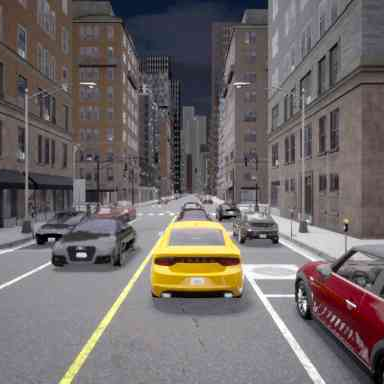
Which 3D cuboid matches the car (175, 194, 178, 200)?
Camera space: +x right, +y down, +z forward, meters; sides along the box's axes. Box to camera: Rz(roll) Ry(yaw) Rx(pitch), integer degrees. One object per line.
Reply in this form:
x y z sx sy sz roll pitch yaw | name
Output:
-5.523 1.638 90.608 1.752 1.417 4.829 0 0 0 | car

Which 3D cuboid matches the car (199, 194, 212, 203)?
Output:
2.934 1.484 63.717 1.967 1.590 4.097 0 0 0 | car

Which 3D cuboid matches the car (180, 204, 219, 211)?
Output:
0.119 1.565 17.545 1.994 1.385 4.181 0 0 0 | car

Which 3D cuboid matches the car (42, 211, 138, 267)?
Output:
-3.085 1.564 11.277 1.994 1.385 4.181 0 0 0 | car

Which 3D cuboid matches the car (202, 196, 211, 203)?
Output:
2.949 1.580 69.296 1.752 1.417 4.829 0 0 0 | car

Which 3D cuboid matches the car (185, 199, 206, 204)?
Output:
0.019 1.529 26.356 1.812 1.442 4.674 0 0 2 | car

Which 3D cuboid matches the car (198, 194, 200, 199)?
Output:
2.962 1.616 74.535 2.008 1.369 4.403 0 0 0 | car

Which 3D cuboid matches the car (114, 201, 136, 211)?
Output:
-5.651 1.444 26.633 1.967 1.590 4.097 0 0 0 | car

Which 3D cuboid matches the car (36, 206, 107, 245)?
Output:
-5.658 1.567 15.630 1.947 1.339 4.313 0 0 0 | car

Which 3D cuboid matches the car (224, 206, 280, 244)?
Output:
2.867 1.552 15.624 2.008 1.369 4.403 0 0 0 | car

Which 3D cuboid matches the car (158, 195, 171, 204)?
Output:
-5.590 1.626 63.736 1.802 1.307 4.206 0 0 0 | car

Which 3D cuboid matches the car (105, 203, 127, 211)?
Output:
-5.655 1.584 21.132 1.802 1.307 4.206 0 0 0 | car

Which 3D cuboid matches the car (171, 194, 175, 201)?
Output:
-5.562 1.616 74.553 2.008 1.369 4.403 0 0 0 | car

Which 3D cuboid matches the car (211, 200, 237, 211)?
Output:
2.875 1.569 26.627 1.947 1.339 4.313 0 0 0 | car

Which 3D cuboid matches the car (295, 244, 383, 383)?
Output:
2.859 1.440 4.621 1.967 1.590 4.097 0 0 0 | car

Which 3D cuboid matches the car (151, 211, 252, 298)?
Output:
0.100 1.478 8.552 1.882 1.535 5.008 0 0 0 | car
